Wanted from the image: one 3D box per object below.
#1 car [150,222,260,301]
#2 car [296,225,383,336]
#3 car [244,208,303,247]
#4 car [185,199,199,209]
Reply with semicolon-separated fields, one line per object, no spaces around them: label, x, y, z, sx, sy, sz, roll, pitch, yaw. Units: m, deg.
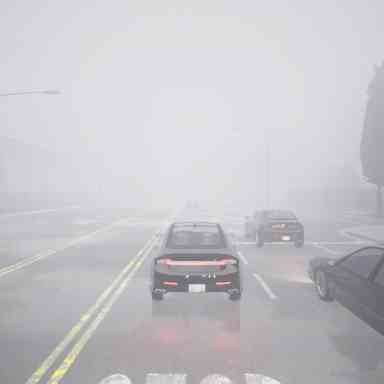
car;0.081;1.492;8.334;2.128;1.511;4.902;0;0;0
car;3.588;1.547;5.288;2.033;1.411;5.357;0;0;0
car;3.565;1.505;15.035;1.837;1.490;4.892;0;0;0
car;0.001;1.601;44.150;1.895;1.301;4.718;0;0;0
